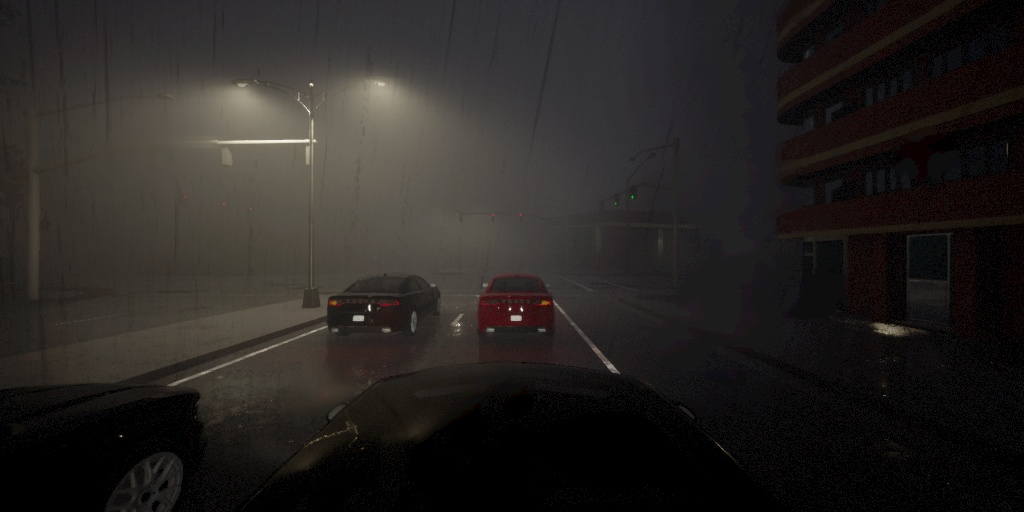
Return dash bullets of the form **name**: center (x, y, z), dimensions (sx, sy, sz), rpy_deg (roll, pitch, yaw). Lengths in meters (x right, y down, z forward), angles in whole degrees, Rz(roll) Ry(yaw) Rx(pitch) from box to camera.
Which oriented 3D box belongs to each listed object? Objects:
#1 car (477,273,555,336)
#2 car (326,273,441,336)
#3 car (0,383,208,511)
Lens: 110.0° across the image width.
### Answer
- **car**: center (0.121, 1.228, 10.421), dimensions (1.882, 1.535, 5.008), rpy_deg (0, 0, 1)
- **car**: center (-3.384, 1.228, 10.411), dimensions (1.882, 1.535, 5.008), rpy_deg (0, 0, 0)
- **car**: center (-3.409, 1.228, 0.838), dimensions (1.882, 1.535, 5.008), rpy_deg (0, 0, 0)
